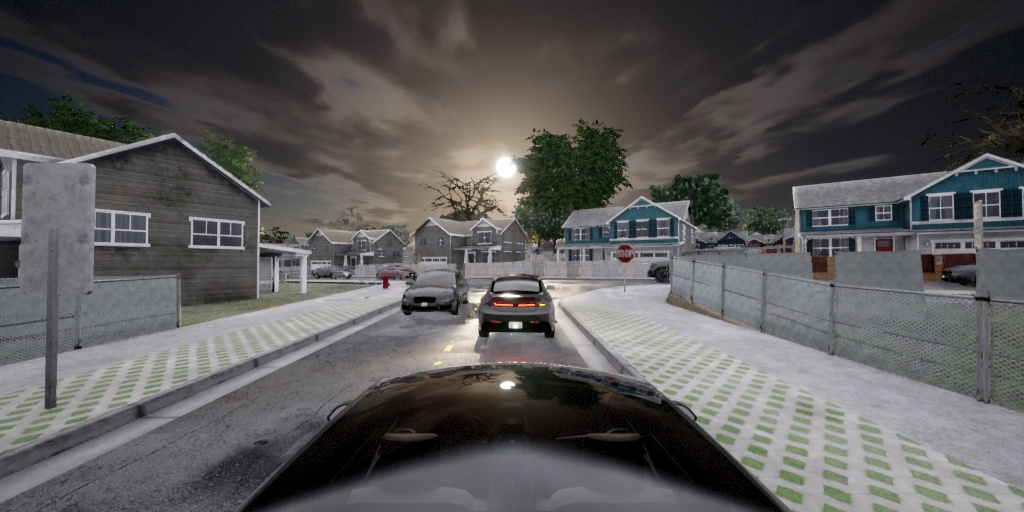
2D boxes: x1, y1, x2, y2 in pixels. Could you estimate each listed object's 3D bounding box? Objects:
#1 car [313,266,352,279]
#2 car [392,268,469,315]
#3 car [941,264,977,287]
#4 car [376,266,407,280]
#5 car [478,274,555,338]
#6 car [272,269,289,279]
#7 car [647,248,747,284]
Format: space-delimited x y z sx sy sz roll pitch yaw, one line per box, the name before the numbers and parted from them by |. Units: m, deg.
car | -18.996 1.761 37.873 4.902 1.511 2.128 -2 -2 30
car | -2.745 1.272 13.664 1.837 1.490 4.892 0 0 0
car | 21.200 0.600 14.557 4.892 1.490 1.837 -2 -2 37
car | -10.458 1.562 32.690 4.181 1.385 1.994 -2 -2 32
car | 0.170 1.258 10.228 1.837 1.490 4.892 0 0 2
car | -29.091 2.154 43.656 4.181 1.385 1.994 -2 -2 29
car | 11.130 0.627 21.567 5.566 2.045 2.150 -2 -2 31
